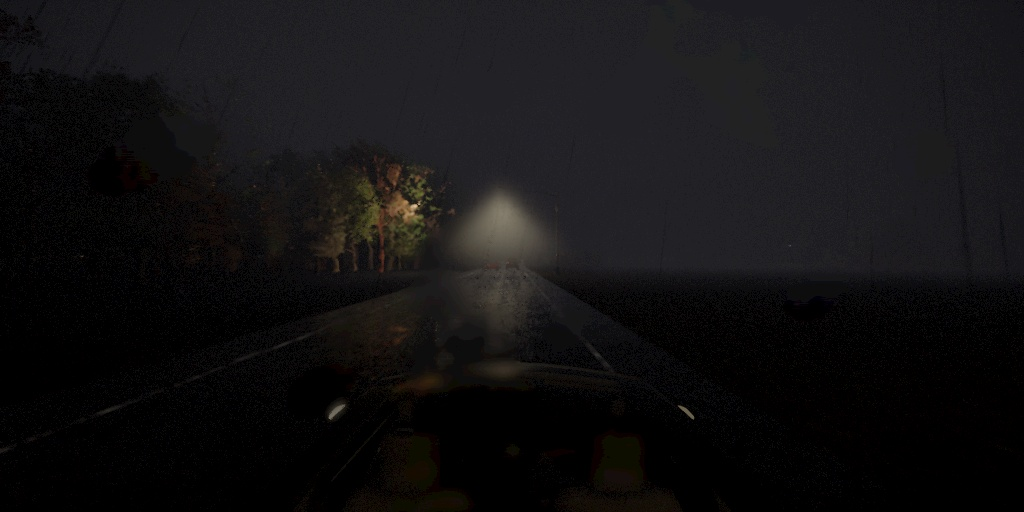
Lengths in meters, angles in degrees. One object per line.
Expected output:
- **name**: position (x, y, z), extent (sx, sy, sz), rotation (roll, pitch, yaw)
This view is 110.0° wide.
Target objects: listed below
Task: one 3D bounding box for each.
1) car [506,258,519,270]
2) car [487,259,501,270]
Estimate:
- **car**: position (0.025, 1.361, 63.536), extent (2.150, 2.045, 5.566), rotation (0, 0, 0)
- **car**: position (-3.474, 1.701, 64.241), extent (1.994, 1.385, 4.181), rotation (0, 0, 0)
